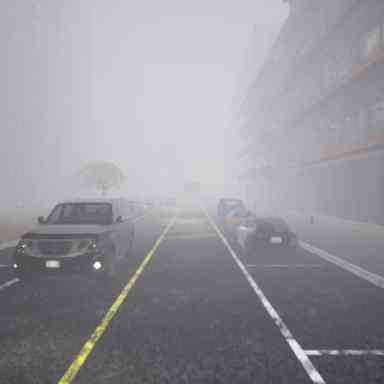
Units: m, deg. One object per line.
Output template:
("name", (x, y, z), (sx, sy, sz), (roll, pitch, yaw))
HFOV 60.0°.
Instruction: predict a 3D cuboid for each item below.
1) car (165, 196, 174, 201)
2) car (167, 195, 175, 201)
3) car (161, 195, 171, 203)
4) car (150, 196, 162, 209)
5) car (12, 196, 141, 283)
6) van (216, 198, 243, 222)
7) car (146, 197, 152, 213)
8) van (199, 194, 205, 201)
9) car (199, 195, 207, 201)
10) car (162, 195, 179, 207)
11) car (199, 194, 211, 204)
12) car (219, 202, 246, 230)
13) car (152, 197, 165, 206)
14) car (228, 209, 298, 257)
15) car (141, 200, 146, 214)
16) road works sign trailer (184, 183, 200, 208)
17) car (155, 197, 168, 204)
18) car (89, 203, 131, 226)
("car", (-5.688, 1.599, 84.470), (2.008, 1.369, 4.403), (0, 0, 0))
("car", (-5.688, 1.608, 89.993), (2.008, 1.369, 4.403), (0, 0, 0))
("car", (-5.689, 1.472, 73.426), (1.967, 1.590, 4.097), (0, 0, 0))
("car", (-5.690, 1.558, 45.811), (2.008, 1.369, 4.403), (0, 0, 0))
("car", (-3.085, 1.218, 10.011), (2.150, 2.045, 5.566), (0, 0, -1))
("van", (2.690, 1.337, 23.719), (1.690, 1.788, 3.998), (0, 0, 0))
("car", (-5.690, 1.551, 34.765), (2.008, 1.369, 4.403), (0, 0, 0))
("van", (2.693, 1.398, 89.992), (1.690, 1.788, 3.998), (0, 0, 0))
("car", (2.693, 1.593, 84.469), (1.887, 1.381, 4.507), (0, 0, 0))
("car", (-3.068, 1.514, 50.083), (1.837, 1.490, 4.892), (0, 0, 0))
("car", (2.692, 1.570, 62.378), (2.008, 1.369, 4.403), (0, 0, 0))
("car", (2.690, 1.521, 18.365), (1.752, 1.417, 4.829), (0, 0, 0))
("car", (-5.689, 1.559, 56.856), (1.887, 1.381, 4.507), (0, 0, 0))
("car", (2.690, 1.562, 12.673), (1.947, 1.339, 4.313), (0, 0, 0))
("car", (-5.691, 1.313, 29.241), (2.192, 1.841, 5.009), (0, 0, 0))
("road works sign trailer", (0.003, 0.472, 47.709), (2.380, 3.560, 2.880), (0, 0, 0))
("car", (-5.689, 1.585, 62.379), (1.947, 1.339, 4.313), (0, 0, 0))
("car", (-5.691, 1.562, 23.720), (1.947, 1.339, 4.313), (0, 0, 0))
